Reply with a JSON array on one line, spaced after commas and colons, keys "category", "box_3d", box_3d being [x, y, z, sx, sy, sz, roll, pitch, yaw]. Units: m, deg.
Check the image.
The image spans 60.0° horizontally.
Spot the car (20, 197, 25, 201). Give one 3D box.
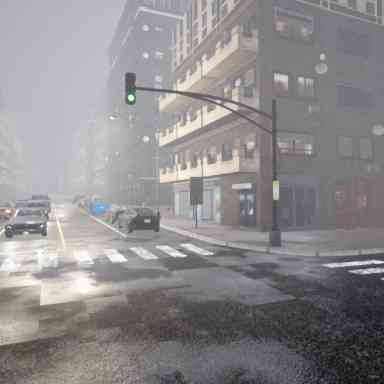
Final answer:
[{"category": "car", "box_3d": [-24.163, 1.577, 47.421, 1.887, 1.381, 4.507, 1, 0, -23]}]

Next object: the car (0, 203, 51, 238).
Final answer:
[{"category": "car", "box_3d": [-8.902, 1.559, 18.192, 2.033, 1.411, 5.357, 0, 0, -23]}]

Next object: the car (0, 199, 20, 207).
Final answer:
[{"category": "car", "box_3d": [-15.310, 1.457, 26.659, 1.967, 1.590, 4.097, 1, 0, -23]}]

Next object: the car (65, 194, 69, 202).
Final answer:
[{"category": "car", "box_3d": [-27.521, 1.609, 76.660, 2.008, 1.369, 4.403, 1, 0, -23]}]

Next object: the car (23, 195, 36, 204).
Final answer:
[{"category": "car", "box_3d": [-30.801, 1.486, 62.993, 1.967, 1.590, 4.097, 1, 0, -23]}]

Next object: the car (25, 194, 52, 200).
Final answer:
[{"category": "car", "box_3d": [-16.962, 1.246, 37.195, 2.150, 2.045, 5.566, 0, 0, -22]}]

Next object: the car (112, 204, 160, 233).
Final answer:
[{"category": "car", "box_3d": [-3.177, 1.579, 19.564, 1.947, 1.339, 4.313, 1, 0, -23]}]

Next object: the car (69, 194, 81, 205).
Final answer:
[{"category": "car", "box_3d": [-20.877, 1.359, 61.089, 2.192, 1.841, 5.009, 1, 0, -23]}]

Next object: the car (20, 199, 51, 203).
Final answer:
[{"category": "car", "box_3d": [-12.779, 1.543, 27.306, 1.812, 1.442, 4.674, 0, 0, -23]}]

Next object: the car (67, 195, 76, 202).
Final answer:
[{"category": "car", "box_3d": [-29.800, 1.588, 82.008, 1.752, 1.417, 4.829, 1, 0, -23]}]

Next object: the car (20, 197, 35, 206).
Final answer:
[{"category": "car", "box_3d": [-28.590, 1.592, 57.802, 2.008, 1.369, 4.403, 1, 0, -23]}]

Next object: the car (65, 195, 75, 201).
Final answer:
[{"category": "car", "box_3d": [-31.947, 1.619, 87.041, 2.008, 1.369, 4.403, 1, 0, -23]}]

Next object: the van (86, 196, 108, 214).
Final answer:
[{"category": "van", "box_3d": [-9.812, 1.364, 35.137, 1.690, 1.788, 3.998, 1, 0, -23]}]

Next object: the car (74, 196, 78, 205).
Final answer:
[{"category": "car", "box_3d": [-16.455, 1.617, 50.707, 1.802, 1.307, 4.206, 1, 0, -23]}]

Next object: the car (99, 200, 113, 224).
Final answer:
[{"category": "car", "box_3d": [-5.390, 1.567, 24.755, 2.008, 1.369, 4.403, 1, 0, -23]}]

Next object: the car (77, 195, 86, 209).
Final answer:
[{"category": "car", "box_3d": [-14.308, 1.557, 45.673, 1.752, 1.417, 4.829, 1, 0, -23]}]
